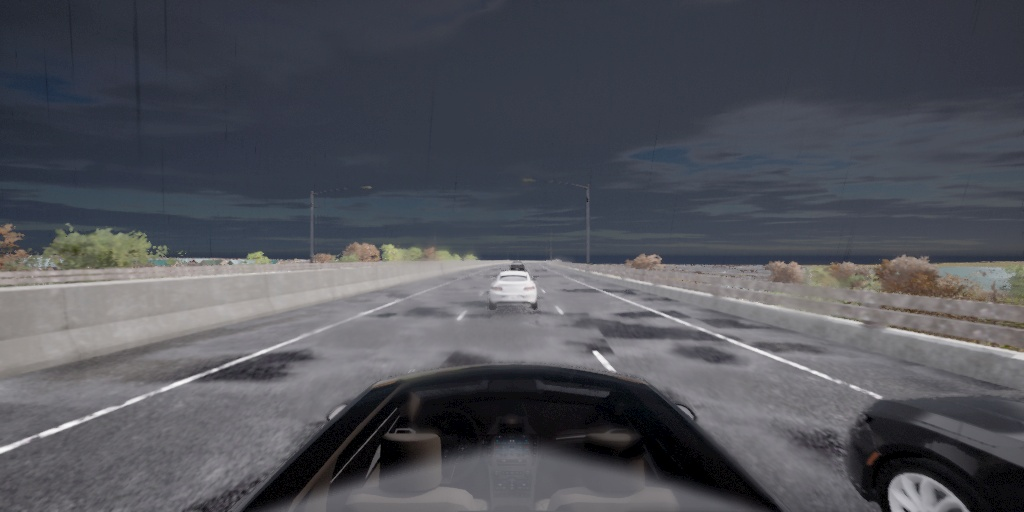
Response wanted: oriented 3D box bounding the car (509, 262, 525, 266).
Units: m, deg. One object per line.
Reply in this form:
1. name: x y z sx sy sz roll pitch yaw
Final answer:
1. car: 0.695 1.462 46.454 1.882 1.535 5.008 0 0 1

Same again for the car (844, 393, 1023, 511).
1. car: 3.496 1.254 0.746 1.837 1.490 4.892 0 0 0

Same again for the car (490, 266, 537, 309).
1. car: 0.074 1.335 15.172 1.812 1.442 4.674 0 0 1
